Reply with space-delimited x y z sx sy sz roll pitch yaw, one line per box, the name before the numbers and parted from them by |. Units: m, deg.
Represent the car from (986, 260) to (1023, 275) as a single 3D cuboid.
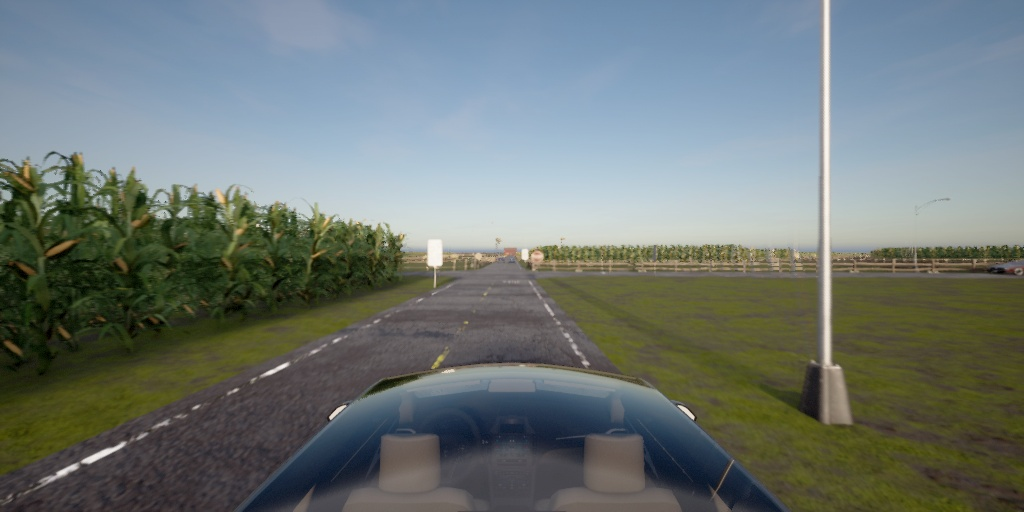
car | 50.119 1.129 34.849 5.357 1.411 2.033 0 1 8
